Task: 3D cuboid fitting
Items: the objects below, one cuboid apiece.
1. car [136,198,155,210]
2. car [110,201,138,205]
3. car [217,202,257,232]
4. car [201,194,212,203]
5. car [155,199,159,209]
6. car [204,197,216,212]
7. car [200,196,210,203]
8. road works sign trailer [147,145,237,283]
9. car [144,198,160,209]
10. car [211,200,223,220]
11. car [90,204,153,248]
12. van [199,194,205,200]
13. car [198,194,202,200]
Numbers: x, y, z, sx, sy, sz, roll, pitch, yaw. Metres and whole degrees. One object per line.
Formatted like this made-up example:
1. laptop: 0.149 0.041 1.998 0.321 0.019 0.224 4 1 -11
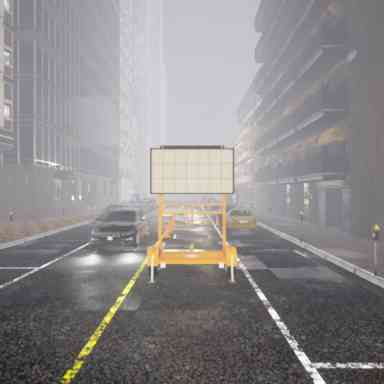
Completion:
1. car: -5.658 1.559 36.535 2.008 1.369 4.403 0 0 0
2. car: -5.668 1.570 25.238 1.947 1.339 4.313 0 0 0
3. car: 2.708 1.527 19.752 1.752 1.417 4.829 0 0 0
4. car: 2.732 1.456 47.825 1.967 1.590 4.097 0 0 0
5. car: -5.654 1.452 42.184 1.967 1.590 4.097 0 0 0
6. car: 2.722 1.559 36.528 2.008 1.369 4.403 0 0 0
7. car: 2.752 1.615 70.419 1.802 1.307 4.206 0 0 0
8. road works sign trailer: 0.008 0.465 9.647 2.380 3.560 2.880 0 0 0
9. car: -5.648 1.541 47.662 1.752 1.417 4.829 0 0 0
10. car: 2.713 1.570 25.231 1.947 1.339 4.313 0 0 0
11. car: -3.087 1.506 14.951 1.837 1.490 4.892 0 0 0
12. van: 2.771 1.401 93.013 1.690 1.788 3.998 0 0 0
13. car: 2.743 1.340 59.122 2.192 1.841 5.009 0 0 0
